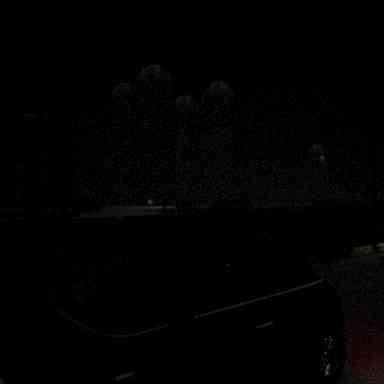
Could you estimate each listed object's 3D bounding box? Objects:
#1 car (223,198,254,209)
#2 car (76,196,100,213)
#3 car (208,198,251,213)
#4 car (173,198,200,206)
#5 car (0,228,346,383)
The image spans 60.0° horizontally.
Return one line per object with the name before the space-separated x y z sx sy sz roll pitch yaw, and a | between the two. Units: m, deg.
car | 7.335 1.811 53.096 2.242 1.667 4.611 1 0 -36
car | -12.275 1.426 38.909 1.905 1.878 3.866 1 0 -36
car | 3.750 1.515 34.143 1.932 1.855 4.605 1 0 -36
car | -0.893 1.783 56.724 4.902 1.511 2.128 1 -1 -36
car | -0.301 1.369 3.773 4.553 1.767 2.097 1 0 -35
